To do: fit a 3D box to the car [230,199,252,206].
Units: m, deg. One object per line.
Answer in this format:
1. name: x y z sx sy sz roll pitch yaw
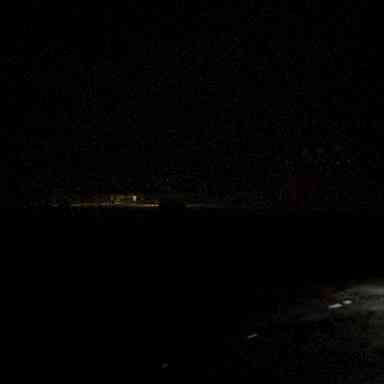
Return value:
1. car: 10.348 2.191 70.664 2.033 1.411 5.357 1 -2 -36
